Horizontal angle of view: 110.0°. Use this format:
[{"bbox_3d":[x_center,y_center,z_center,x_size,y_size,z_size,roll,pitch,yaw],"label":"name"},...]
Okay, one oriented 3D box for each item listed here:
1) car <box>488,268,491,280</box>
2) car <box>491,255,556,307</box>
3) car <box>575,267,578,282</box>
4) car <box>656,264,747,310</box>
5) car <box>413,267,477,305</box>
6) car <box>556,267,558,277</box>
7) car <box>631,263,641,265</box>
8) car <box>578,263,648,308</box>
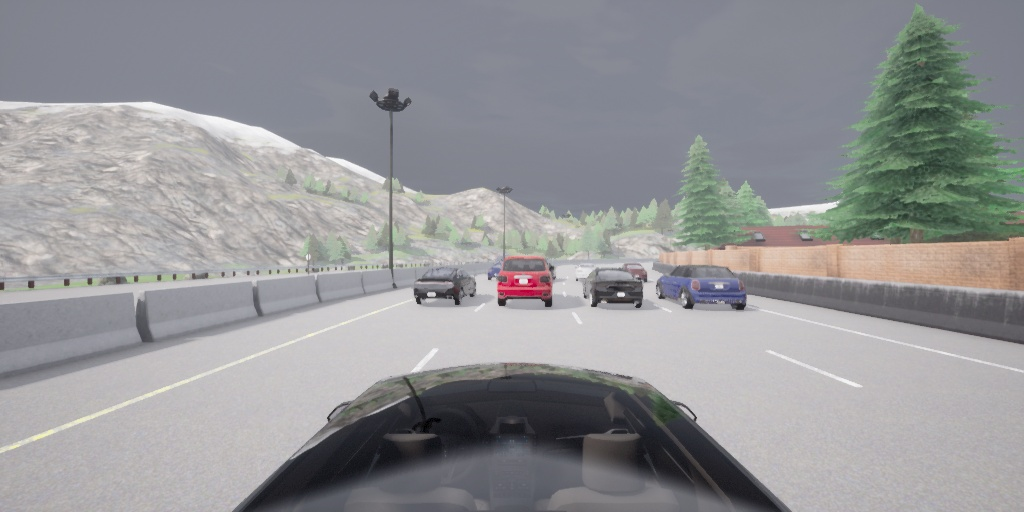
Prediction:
[{"bbox_3d":[-0.791,1.283,30.348,1.812,1.442,4.674,0,0,11],"label":"car"},{"bbox_3d":[0.666,1.008,15.690,2.150,2.045,5.566,0,0,5],"label":"car"},{"bbox_3d":[6.086,1.283,29.045,1.812,1.442,4.674,0,0,11],"label":"car"},{"bbox_3d":[7.630,1.116,14.976,2.097,1.767,4.553,0,0,5],"label":"car"},{"bbox_3d":[-2.821,1.245,15.987,2.128,1.511,4.902,0,0,5],"label":"car"},{"bbox_3d":[2.648,1.267,29.696,1.837,1.490,4.892,0,0,11],"label":"car"},{"bbox_3d":[9.525,1.283,28.393,1.812,1.442,4.674,0,0,11],"label":"car"},{"bbox_3d":[4.148,1.235,15.333,1.882,1.535,5.008,0,0,5],"label":"car"}]
